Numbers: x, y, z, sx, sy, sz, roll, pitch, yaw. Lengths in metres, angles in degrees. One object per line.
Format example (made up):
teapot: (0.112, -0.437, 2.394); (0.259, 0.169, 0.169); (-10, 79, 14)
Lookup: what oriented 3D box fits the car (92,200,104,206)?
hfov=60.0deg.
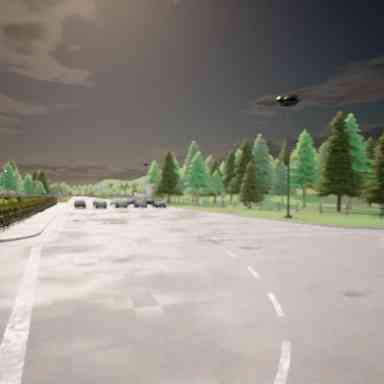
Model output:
car: (-19.136, 2.204, 67.594); (1.895, 1.301, 4.718); (1, -1, -19)

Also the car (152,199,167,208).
car: (-6.193, 2.376, 62.417); (1.895, 1.301, 4.718); (1, -1, -19)

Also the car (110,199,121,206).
car: (-15.824, 2.164, 68.726); (1.812, 1.442, 4.674); (1, -1, -19)

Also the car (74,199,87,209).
car: (-19.493, 2.159, 58.225); (1.837, 1.490, 4.892); (1, -1, -19)

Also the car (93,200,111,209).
car: (-16.089, 2.172, 58.913); (2.128, 1.511, 4.902); (1, -1, -19)

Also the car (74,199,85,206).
car: (-22.428, 2.130, 66.408); (1.994, 1.385, 4.181); (1, -1, -19)

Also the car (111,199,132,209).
car: (-12.787, 2.203, 60.072); (2.128, 1.511, 4.902); (1, -1, -19)

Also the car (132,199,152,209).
car: (-9.484, 2.235, 61.231); (2.128, 1.511, 4.902); (1, -1, -19)

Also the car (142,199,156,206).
car: (-9.219, 2.181, 71.044); (1.882, 1.535, 5.008); (1, -1, -19)
